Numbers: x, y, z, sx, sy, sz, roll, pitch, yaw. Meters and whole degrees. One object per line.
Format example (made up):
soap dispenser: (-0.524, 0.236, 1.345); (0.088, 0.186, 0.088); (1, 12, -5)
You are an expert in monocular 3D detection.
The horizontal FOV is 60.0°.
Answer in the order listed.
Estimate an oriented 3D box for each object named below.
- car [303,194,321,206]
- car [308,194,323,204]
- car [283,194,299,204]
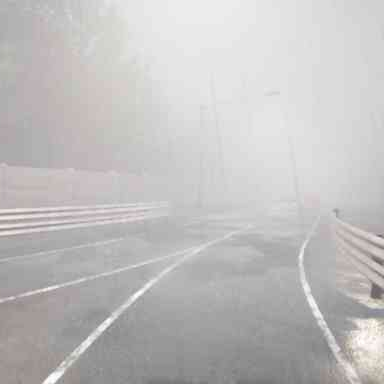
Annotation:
car: (17.272, 1.053, 47.835); (2.097, 1.767, 4.553); (2, 1, 23)
car: (21.016, 1.142, 56.642); (2.128, 1.511, 4.902); (2, 1, 23)
car: (16.232, 1.109, 54.442); (1.812, 1.442, 4.674); (2, 1, 23)
